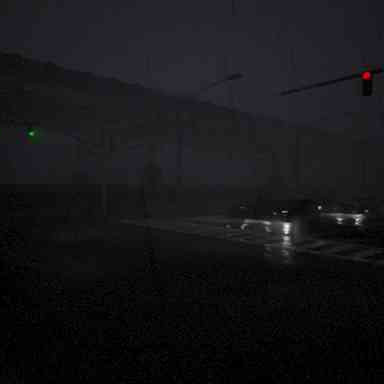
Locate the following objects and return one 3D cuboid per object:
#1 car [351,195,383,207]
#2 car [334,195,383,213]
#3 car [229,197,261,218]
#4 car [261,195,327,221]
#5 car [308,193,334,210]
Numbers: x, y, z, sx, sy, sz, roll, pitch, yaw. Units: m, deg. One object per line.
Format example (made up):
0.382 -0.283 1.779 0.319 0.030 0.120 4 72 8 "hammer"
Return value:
21.262 1.078 40.274 4.718 1.301 1.895 -1 1 -40 "car"
15.583 1.077 30.888 5.008 1.535 1.882 -1 1 -40 "car"
5.048 1.142 26.543 5.008 1.535 1.882 -1 1 -40 "car"
7.423 1.199 23.968 4.892 1.490 1.837 -1 1 -40 "car"
12.074 0.936 32.497 4.553 1.767 2.097 -1 1 -40 "car"
